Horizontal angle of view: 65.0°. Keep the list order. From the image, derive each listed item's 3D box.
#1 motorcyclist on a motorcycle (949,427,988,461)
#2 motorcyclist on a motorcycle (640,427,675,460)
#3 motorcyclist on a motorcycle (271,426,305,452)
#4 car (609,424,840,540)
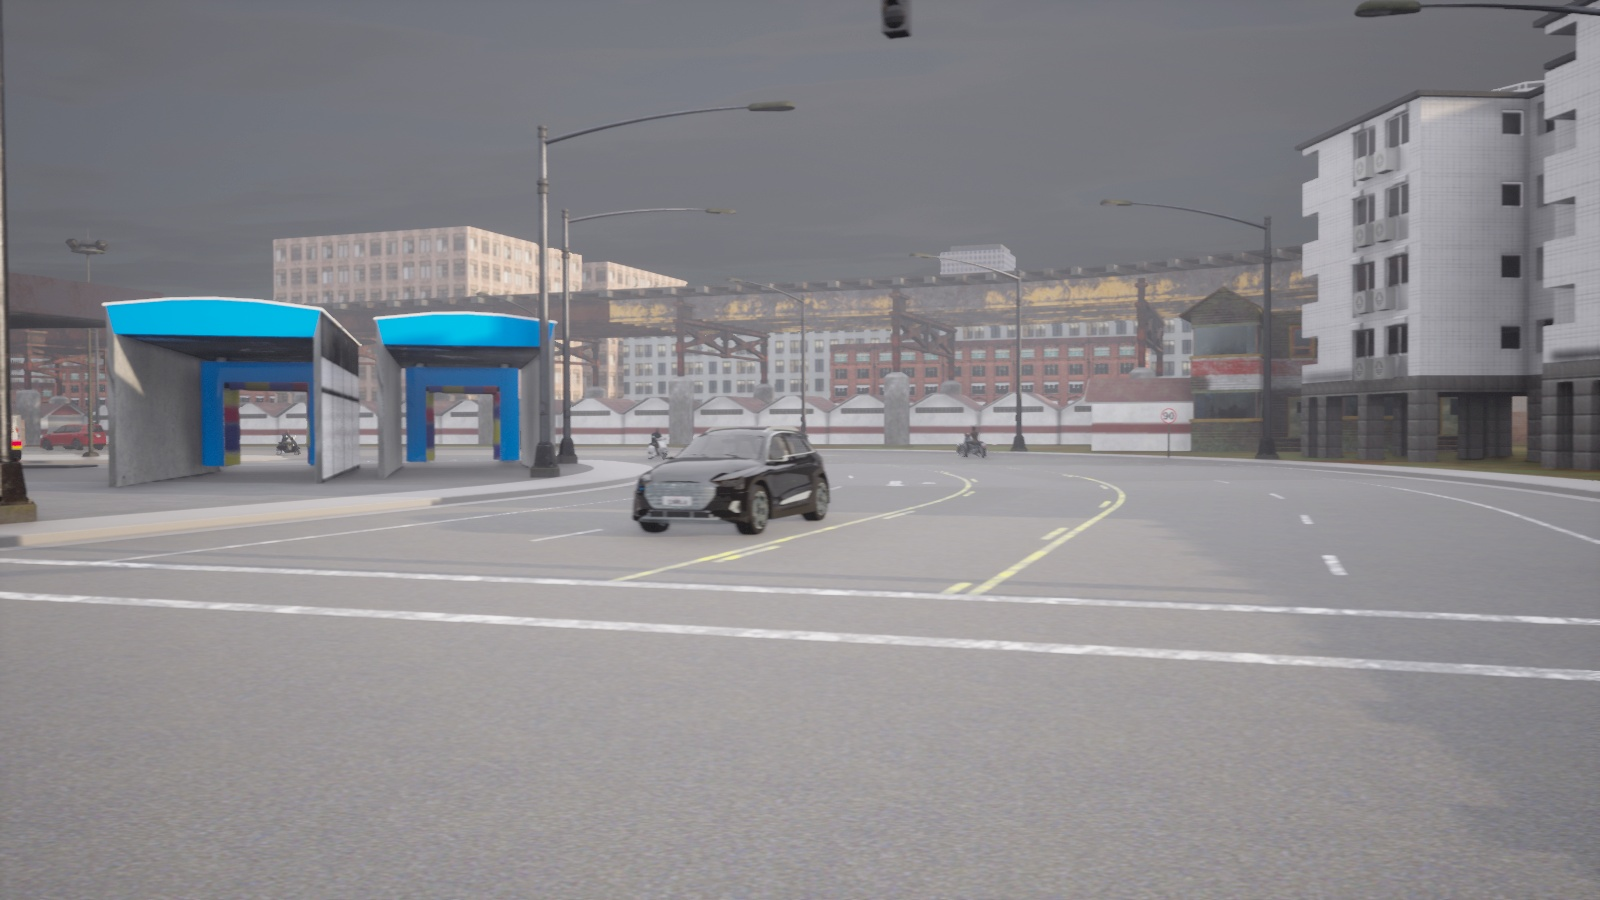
[{"bbox_3d":[8.505,-0.325,63.303,0.766,1.649,2.350,-2,1,-25],"label":"motorcyclist on a motorcycle"},{"bbox_3d":[-7.016,-0.338,61.686,0.866,1.590,1.817,-1,2,-38],"label":"motorcyclist on a motorcycle"},{"bbox_3d":[-30.868,-0.666,75.709,1.817,1.590,0.866,1,1,20],"label":"motorcyclist on a motorcycle"},{"bbox_3d":[-1.054,0.411,20.552,2.033,1.649,4.856,1,1,20],"label":"car"}]
